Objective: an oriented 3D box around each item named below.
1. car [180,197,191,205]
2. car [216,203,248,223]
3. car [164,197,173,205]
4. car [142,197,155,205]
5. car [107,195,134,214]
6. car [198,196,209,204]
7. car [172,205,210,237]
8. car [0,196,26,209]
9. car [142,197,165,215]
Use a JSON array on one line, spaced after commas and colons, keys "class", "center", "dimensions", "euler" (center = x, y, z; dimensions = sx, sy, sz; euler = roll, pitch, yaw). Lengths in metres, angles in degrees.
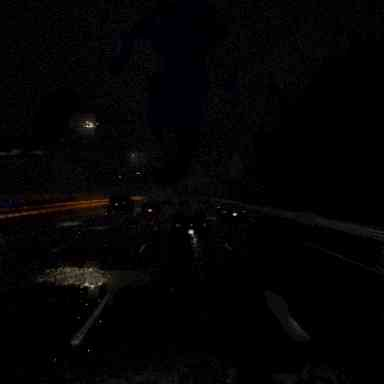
[{"class": "car", "center": [-1.167, 1.588, 58.965], "dimensions": [2.128, 1.511, 4.902], "euler": [-1, 0, -1]}, {"class": "car", "center": [2.984, 1.558, 25.623], "dimensions": [1.994, 1.385, 4.181], "euler": [-1, 0, -2]}, {"class": "car", "center": [-4.747, 1.714, 63.506], "dimensions": [1.994, 1.385, 4.181], "euler": [-1, 0, -1]}, {"class": "car", "center": [-8.237, 1.723, 62.967], "dimensions": [1.812, 1.442, 4.674], "euler": [-1, 0, -1]}, {"class": "car", "center": [-7.869, 1.377, 37.152], "dimensions": [2.150, 2.045, 5.566], "euler": [-1, 0, -1]}, {"class": "car", "center": [2.252, 1.546, 63.660], "dimensions": [2.128, 1.511, 4.902], "euler": [-1, 0, -1]}, {"class": "car", "center": [-0.153, 1.628, 18.295], "dimensions": [1.895, 1.301, 4.718], "euler": [-1, 0, -3]}, {"class": "car", "center": [-21.940, 1.562, 39.643], "dimensions": [2.150, 2.045, 5.566], "euler": [-1, 0, -1]}, {"class": "car", "center": [-4.283, 1.610, 36.000], "dimensions": [1.837, 1.490, 4.892], "euler": [-1, -1, -1]}]
